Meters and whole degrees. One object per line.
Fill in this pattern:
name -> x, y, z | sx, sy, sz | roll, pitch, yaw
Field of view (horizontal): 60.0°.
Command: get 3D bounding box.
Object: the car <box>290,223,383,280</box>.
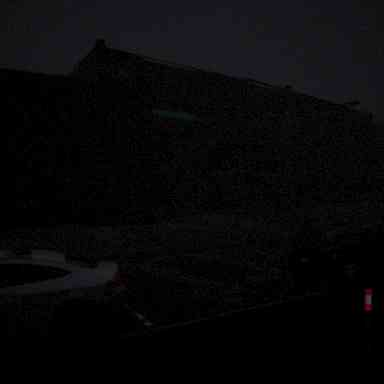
car -> 5.490, 1.826, 11.230 | 5.008, 1.535, 2.097 | 1, -2, -32

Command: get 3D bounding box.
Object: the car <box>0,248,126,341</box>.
car -> -3.490, 1.764, 5.722 | 4.674, 1.452, 2.002 | 1, 0, -29
